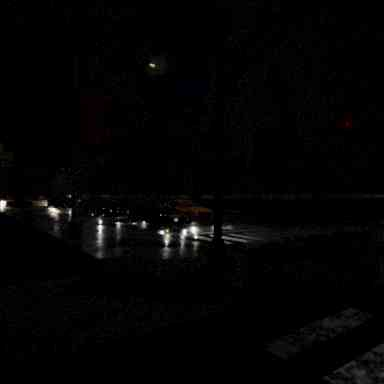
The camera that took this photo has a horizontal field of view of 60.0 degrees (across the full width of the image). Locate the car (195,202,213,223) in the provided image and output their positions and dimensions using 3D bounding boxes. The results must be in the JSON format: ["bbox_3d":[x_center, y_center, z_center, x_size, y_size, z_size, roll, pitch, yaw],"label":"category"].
[{"bbox_3d":[-0.525,1.296,23.471,1.882,1.535,5.008,1,0,-35],"label":"car"}]

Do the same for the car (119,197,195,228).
[{"bbox_3d":[-2.303,1.259,20.365,2.128,1.511,4.902,1,0,-36],"label":"car"}]

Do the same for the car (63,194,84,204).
[{"bbox_3d":[-20.411,1.172,57.150,2.128,1.511,4.902,1,-1,-35],"label":"car"}]

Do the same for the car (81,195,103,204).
[{"bbox_3d":[-17.765,1.290,59.035,2.033,1.411,5.357,1,-1,-35],"label":"car"}]

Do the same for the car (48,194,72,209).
[{"bbox_3d":[-15.481,1.116,38.884,1.837,1.490,4.892,1,0,-35],"label":"car"}]

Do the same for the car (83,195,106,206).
[{"bbox_3d":[-14.332,1.205,48.691,1.837,1.490,4.892,1,0,-34],"label":"car"}]

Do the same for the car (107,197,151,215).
[{"bbox_3d":[-6.018,1.245,31.180,2.128,1.511,4.902,1,0,-36],"label":"car"}]

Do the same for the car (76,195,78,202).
[{"bbox_3d":[-12.025,1.230,39.636,2.033,1.411,5.357,1,0,-34],"label":"car"}]

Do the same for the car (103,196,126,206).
[{"bbox_3d":[-11.936,1.324,50.947,1.994,1.385,4.181,1,0,-35],"label":"car"}]

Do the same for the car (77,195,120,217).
[{"bbox_3d":[-7.769,1.207,28.038,1.837,1.490,4.892,1,0,-36],"label":"car"}]
